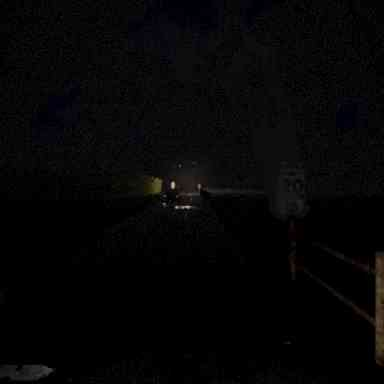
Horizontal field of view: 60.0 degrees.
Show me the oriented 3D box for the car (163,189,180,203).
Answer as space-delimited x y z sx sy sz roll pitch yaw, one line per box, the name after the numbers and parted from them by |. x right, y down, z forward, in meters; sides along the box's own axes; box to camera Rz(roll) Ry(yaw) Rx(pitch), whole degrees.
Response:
-2.708 0.471 44.365 2.097 1.767 4.553 0 1 0 | car
